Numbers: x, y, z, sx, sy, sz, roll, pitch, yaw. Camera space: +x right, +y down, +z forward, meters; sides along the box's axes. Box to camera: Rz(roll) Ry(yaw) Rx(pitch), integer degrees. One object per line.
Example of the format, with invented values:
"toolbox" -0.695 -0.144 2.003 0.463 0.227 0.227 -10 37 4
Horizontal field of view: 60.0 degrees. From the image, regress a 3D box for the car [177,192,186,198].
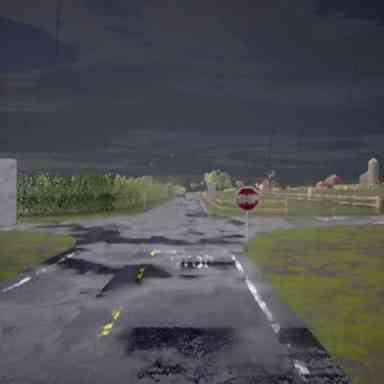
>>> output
"car" -2.320 0.622 72.806 2.033 1.411 5.357 0 0 1
